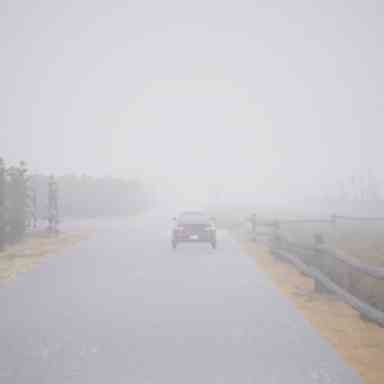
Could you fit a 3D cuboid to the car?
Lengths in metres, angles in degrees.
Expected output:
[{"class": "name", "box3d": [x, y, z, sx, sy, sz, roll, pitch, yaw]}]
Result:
[{"class": "car", "box3d": [0.084, 1.566, 14.947, 1.812, 1.442, 4.674, 0, 0, 0]}]
